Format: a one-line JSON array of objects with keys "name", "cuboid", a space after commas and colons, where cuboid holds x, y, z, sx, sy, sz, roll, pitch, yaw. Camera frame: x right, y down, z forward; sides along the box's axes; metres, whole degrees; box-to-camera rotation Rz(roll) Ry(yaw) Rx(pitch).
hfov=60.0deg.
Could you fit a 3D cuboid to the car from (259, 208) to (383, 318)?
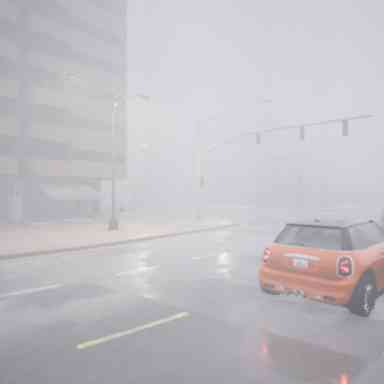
[{"name": "car", "cuboid": [3.533, 1.362, 7.797, 2.097, 1.767, 4.553, 0, 0, 44]}]
